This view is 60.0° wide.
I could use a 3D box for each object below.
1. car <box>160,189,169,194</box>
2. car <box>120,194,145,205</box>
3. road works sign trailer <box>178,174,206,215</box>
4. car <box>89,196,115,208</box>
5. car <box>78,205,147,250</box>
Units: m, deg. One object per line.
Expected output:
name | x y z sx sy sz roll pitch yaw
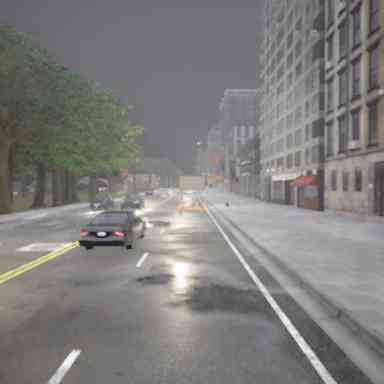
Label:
car | -6.484 -0.068 78.492 2.097 1.767 4.553 0 2 0
car | -6.572 1.018 36.961 2.097 1.767 4.553 0 1 0
road works sign trailer | 0.006 0.229 29.389 2.380 3.560 2.880 0 1 0
car | -9.824 1.161 36.664 2.128 1.511 4.902 0 1 0
car | -3.146 1.489 14.081 2.033 1.411 5.357 0 0 0
